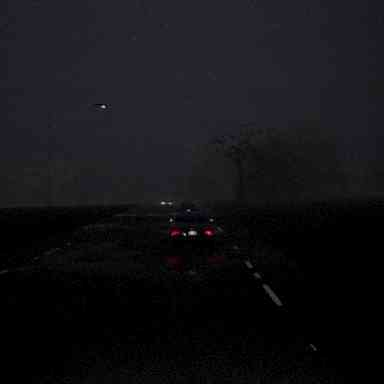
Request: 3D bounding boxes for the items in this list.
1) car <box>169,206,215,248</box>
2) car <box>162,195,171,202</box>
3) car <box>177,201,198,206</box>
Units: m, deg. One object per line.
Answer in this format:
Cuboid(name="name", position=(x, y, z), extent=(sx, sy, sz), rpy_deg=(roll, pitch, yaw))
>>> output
Cuboid(name="car", position=(-0.016, 1.548, 14.667), extent=(2.033, 1.411, 5.357), rpy_deg=(0, 0, 0))
Cuboid(name="car", position=(-5.831, 1.502, 76.682), extent=(2.097, 1.767, 4.553), rpy_deg=(0, -1, -2))
Cuboid(name="car", position=(-0.360, 1.510, 29.719), extent=(1.994, 1.385, 4.181), rpy_deg=(0, 0, -2))
